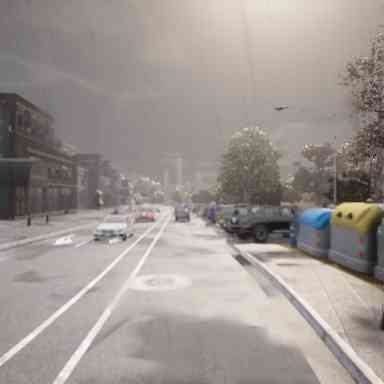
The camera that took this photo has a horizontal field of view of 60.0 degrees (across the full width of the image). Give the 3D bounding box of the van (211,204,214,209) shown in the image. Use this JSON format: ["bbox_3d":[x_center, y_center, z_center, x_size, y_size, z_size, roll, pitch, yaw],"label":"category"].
[{"bbox_3d":[4.490,2.284,32.026,4.442,1.987,1.878,2,-3,-22],"label":"van"}]

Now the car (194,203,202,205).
[{"bbox_3d":[3.200,3.257,58.607,4.553,1.767,2.185,2,-2,-23],"label":"car"}]

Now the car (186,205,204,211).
[{"bbox_3d":[0.832,4.330,91.149,4.674,1.452,2.002,1,-2,-26],"label":"car"}]

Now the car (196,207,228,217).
[{"bbox_3d":[3.383,3.294,55.646,4.892,1.521,2.231,1,-2,-23],"label":"car"}]

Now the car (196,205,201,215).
[{"bbox_3d":[3.812,3.108,49.784,5.366,1.575,1.946,2,-2,-23],"label":"car"}]

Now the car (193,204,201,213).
[{"bbox_3d":[3.342,3.193,52.606,5.366,1.575,1.946,1,-2,-23],"label":"car"}]

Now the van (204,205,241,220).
[{"bbox_3d":[3.993,2.690,43.852,4.442,1.987,1.878,2,-2,-22],"label":"van"}]

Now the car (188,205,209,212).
[{"bbox_3d":[1.624,4.091,82.277,4.674,1.452,2.002,1,-2,-25],"label":"car"}]

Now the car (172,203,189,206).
[{"bbox_3d":[-2.217,3.327,61.099,2.097,1.767,4.553,0,-2,-3],"label":"car"}]

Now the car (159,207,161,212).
[{"bbox_3d":[-6.062,2.937,55.156,1.812,1.442,4.674,0,-2,-3],"label":"car"}]

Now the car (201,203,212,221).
[{"bbox_3d":[4.290,2.361,34.946,5.566,2.045,2.435,2,-2,-22],"label":"car"}]

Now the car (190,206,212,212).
[{"bbox_3d":[2.088,3.934,76.396,4.674,1.452,2.002,1,-2,-24],"label":"car"}]

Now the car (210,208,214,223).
[{"bbox_3d":[4.471,2.287,25.973,5.366,1.575,1.946,2,-2,-23],"label":"car"}]

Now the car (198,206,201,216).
[{"bbox_3d":[3.788,3.041,46.765,4.792,1.488,2.163,2,-2,-22],"label":"car"}]

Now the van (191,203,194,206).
[{"bbox_3d":[2.824,3.423,67.568,4.442,1.987,1.878,1,-2,-24],"label":"van"}]

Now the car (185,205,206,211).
[{"bbox_3d":[0.940,4.202,88.113,5.366,1.575,1.946,1,-2,-25],"label":"car"}]

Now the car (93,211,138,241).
[{"bbox_3d":[-4.686,2.143,20.488,1.812,1.442,4.674,0,-2,-2],"label":"car"}]

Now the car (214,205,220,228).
[{"bbox_3d":[4.734,1.937,23.095,5.566,2.045,2.435,2,-2,-22],"label":"car"}]

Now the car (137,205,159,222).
[{"bbox_3d":[-5.474,2.637,39.459,2.097,1.767,4.553,0,-2,-2],"label":"car"}]

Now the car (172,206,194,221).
[{"bbox_3d":[-1.267,2.882,42.605,2.128,1.511,4.902,0,-2,-2],"label":"car"}]

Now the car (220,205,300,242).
[{"bbox_3d":[4.904,1.831,20.173,5.566,2.045,2.435,2,-3,-22],"label":"car"}]

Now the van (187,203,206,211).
[{"bbox_3d":[1.271,3.901,85.190,4.442,1.987,1.878,1,-1,-25],"label":"van"}]

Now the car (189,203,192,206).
[{"bbox_3d":[2.516,3.730,70.474,5.008,1.535,2.097,1,-2,-24],"label":"car"}]
